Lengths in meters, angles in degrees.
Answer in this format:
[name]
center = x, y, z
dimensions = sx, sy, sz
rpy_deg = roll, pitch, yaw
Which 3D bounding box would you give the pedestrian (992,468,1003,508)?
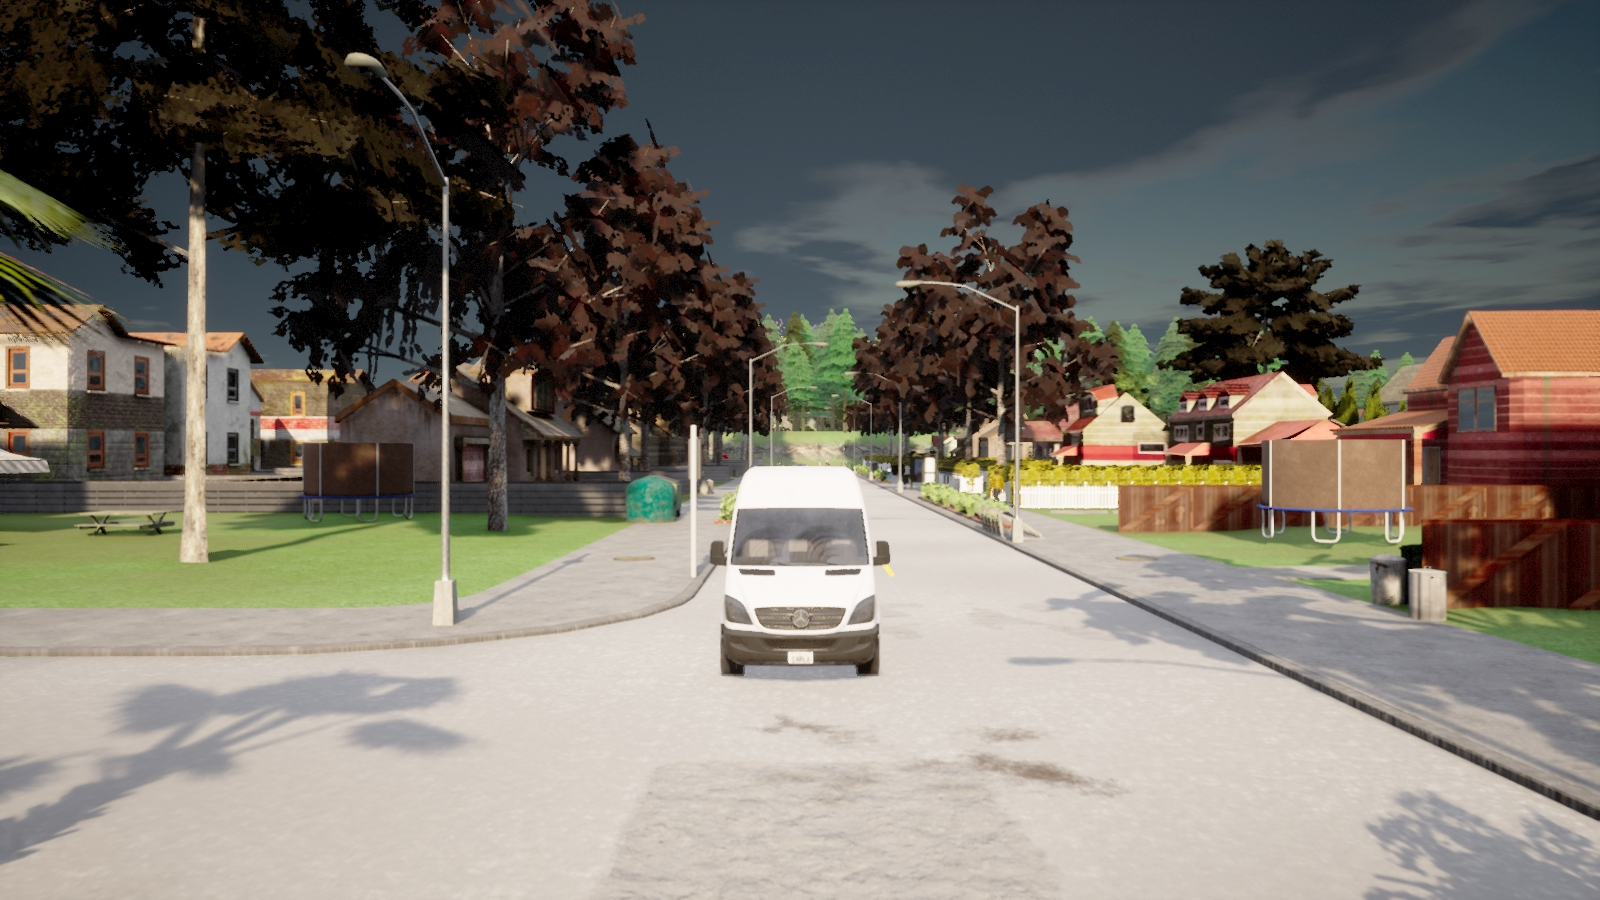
[pedestrian]
center = 9.123, 1.744, 52.782
dimensions = 0.375, 1.860, 0.375
rpy_deg = 0, 0, -8

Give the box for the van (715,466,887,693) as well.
[van]
center = 0.003, 1.535, 16.151
dimensions = 1.988, 2.561, 5.915
rpy_deg = 0, 0, 0
